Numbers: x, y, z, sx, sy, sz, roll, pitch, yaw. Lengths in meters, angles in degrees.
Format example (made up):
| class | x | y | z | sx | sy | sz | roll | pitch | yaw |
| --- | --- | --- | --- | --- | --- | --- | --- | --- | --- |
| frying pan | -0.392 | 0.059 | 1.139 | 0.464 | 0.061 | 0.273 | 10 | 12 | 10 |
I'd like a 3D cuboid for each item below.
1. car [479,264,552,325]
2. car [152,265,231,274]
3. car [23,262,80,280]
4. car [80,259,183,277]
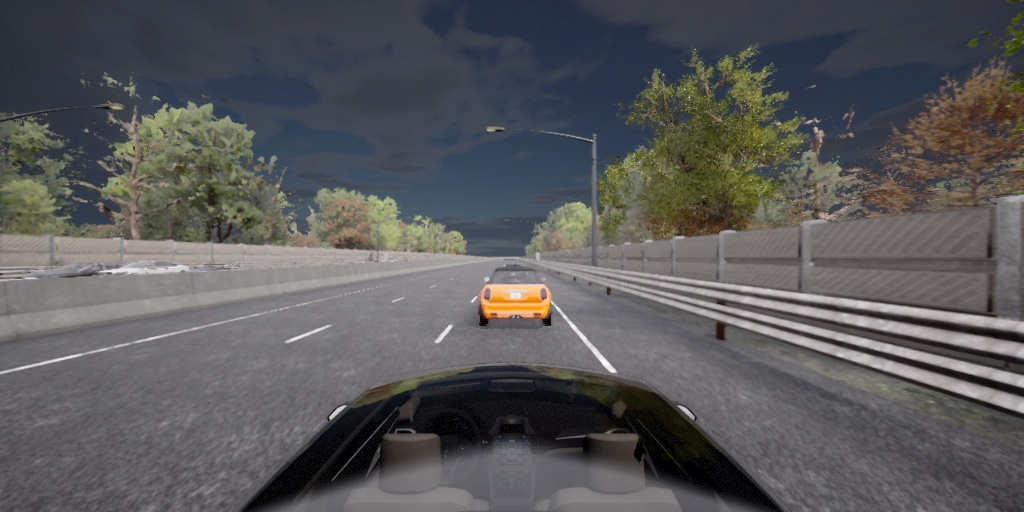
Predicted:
| class | x | y | z | sx | sy | sz | roll | pitch | yaw |
| --- | --- | --- | --- | --- | --- | --- | --- | --- | --- |
| car | 0.097 | 1.117 | 12.012 | 2.097 | 1.767 | 4.553 | 0 | 0 | 0 |
| car | -17.506 | 1.343 | 20.632 | 1.994 | 1.385 | 4.181 | 0 | 0 | 0 |
| car | -24.506 | 1.109 | 20.632 | 2.128 | 1.511 | 4.902 | 0 | 0 | 0 |
| car | -21.006 | 0.917 | 20.635 | 1.812 | 1.442 | 4.674 | 0 | 0 | 0 |
